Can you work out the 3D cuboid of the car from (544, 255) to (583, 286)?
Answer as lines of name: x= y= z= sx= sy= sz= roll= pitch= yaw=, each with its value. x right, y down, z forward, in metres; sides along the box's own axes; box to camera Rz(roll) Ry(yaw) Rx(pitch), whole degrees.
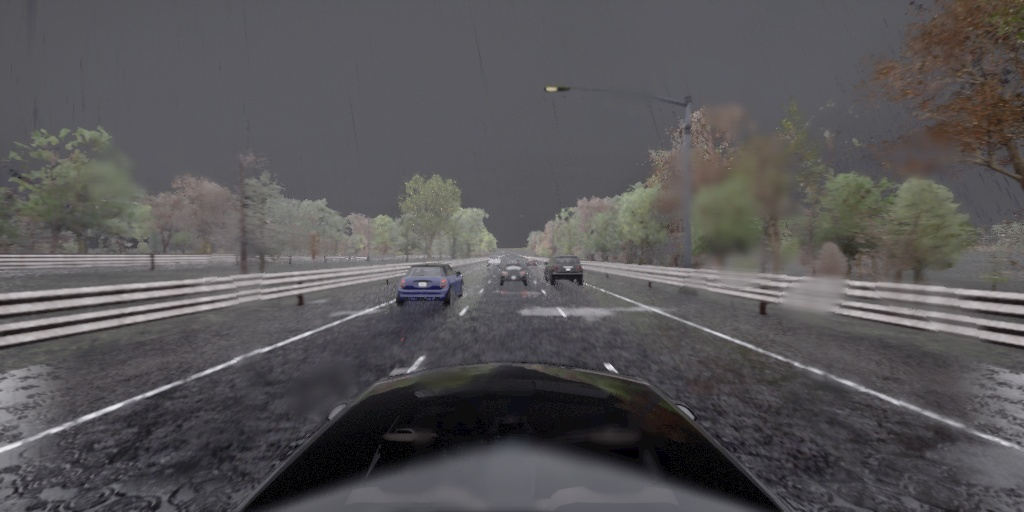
car: x=3.611 y=0.961 z=25.667 sx=2.150 sy=2.045 sz=5.566 roll=0 pitch=0 yaw=0

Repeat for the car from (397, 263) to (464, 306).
car: x=-3.394 y=1.098 z=15.736 sx=2.097 sy=1.767 sz=4.553 roll=0 pitch=0 yaw=0

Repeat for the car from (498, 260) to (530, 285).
car: x=0.111 y=1.266 z=26.062 sx=1.812 sy=1.442 sz=4.674 roll=0 pitch=0 yaw=0
